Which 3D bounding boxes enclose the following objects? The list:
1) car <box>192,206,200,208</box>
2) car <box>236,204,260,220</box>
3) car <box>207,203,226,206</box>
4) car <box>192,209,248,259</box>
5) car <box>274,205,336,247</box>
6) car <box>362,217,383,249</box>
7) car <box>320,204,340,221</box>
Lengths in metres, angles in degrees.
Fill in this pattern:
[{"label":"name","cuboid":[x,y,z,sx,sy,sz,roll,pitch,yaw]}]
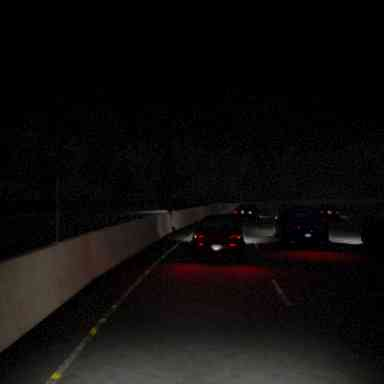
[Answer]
[{"label":"car","cuboid":[1.069,1.919,48.398,2.033,1.411,5.357,0,-1,27]},{"label":"car","cuboid":[5.066,1.783,30.457,2.033,1.411,5.357,0,0,18]},{"label":"car","cuboid":[3.581,1.701,45.489,2.097,1.767,4.553,0,0,27]},{"label":"car","cuboid":[1.097,1.627,13.010,1.812,1.442,4.674,0,0,8]},{"label":"car","cuboid":[5.032,1.601,15.730,1.882,1.535,5.008,0,0,9]},{"label":"car","cuboid":[8.089,1.606,12.551,1.837,1.490,4.892,0,0,8]},{"label":"car","cuboid":[12.426,1.786,30.363,2.033,1.411,5.357,0,0,20]}]
